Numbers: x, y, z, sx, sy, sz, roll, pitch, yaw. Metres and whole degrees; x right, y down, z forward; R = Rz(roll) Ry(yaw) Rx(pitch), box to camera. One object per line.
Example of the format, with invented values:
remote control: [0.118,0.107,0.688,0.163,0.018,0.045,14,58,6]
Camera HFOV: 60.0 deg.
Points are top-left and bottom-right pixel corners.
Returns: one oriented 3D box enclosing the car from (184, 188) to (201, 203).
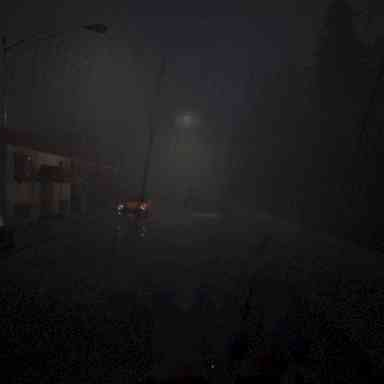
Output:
car: [0.135,0.500,47.129,2.150,2.045,5.566,0,1,-1]

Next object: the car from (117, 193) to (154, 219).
car: [-4.091,0.978,24.469,2.097,1.767,4.553,0,1,0]

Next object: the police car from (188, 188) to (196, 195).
police car: [0.072,-0.219,82.361,1.930,1.638,5.238,0,1,0]

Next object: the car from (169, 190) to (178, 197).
car: [-3.939,0.269,71.645,2.033,1.411,5.357,0,1,0]
